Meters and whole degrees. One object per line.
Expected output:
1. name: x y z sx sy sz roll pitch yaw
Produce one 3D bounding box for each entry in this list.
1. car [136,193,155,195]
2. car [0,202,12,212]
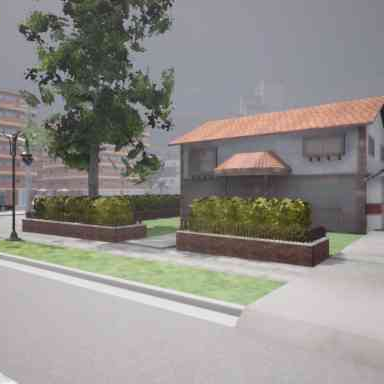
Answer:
1. car: -8.090 1.223 53.558 2.150 2.045 5.566 0 0 36
2. car: -21.589 1.601 35.037 1.895 1.301 4.718 0 0 33
